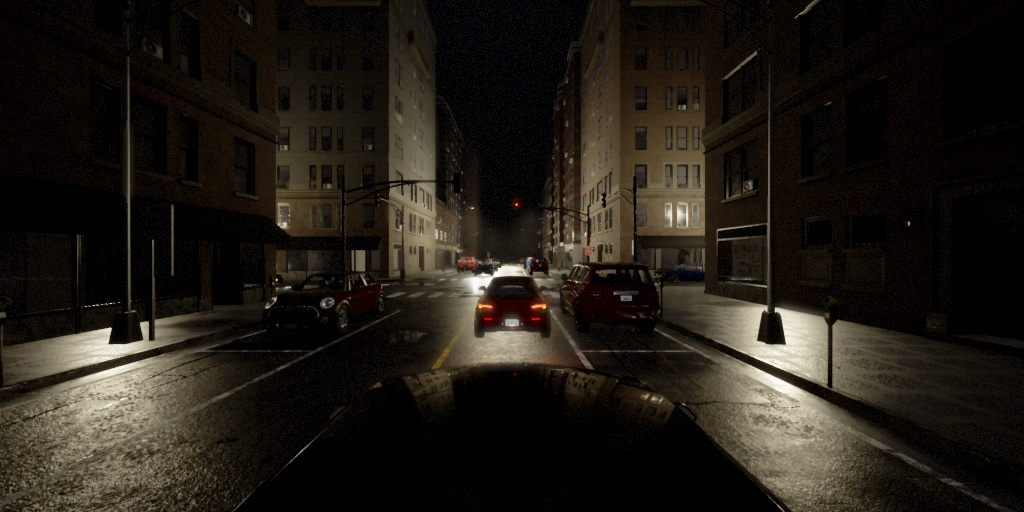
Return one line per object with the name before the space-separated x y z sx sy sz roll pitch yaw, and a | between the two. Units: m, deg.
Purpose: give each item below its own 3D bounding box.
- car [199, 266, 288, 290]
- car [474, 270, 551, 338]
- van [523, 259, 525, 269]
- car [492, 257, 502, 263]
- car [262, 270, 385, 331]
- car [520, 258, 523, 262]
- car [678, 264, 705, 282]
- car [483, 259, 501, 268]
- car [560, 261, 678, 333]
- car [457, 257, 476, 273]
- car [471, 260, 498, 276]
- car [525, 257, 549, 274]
car | -17.068 1.362 22.958 4.181 1.385 1.994 0 0 0
car | 0.025 1.276 10.053 1.812 1.442 4.674 0 0 1
van | 2.797 1.088 48.760 1.690 1.789 3.998 0 0 0
car | -2.705 1.293 59.357 2.033 1.411 5.357 0 0 0
car | -5.369 1.189 10.714 1.967 1.591 4.097 0 0 0
car | 2.805 1.061 54.264 2.192 1.841 5.009 0 0 0
car | 12.387 1.276 25.770 4.181 1.385 1.994 0 0 0
car | -2.743 1.348 46.679 1.895 1.301 4.718 0 0 0
car | 2.656 1.064 10.696 2.192 1.841 5.009 0 0 0
car | -5.326 1.062 43.274 2.192 1.841 5.009 0 0 0
car | -2.769 1.349 36.672 1.895 1.301 4.718 0 0 0
car | 2.781 1.063 37.752 2.192 1.841 5.009 0 0 0
